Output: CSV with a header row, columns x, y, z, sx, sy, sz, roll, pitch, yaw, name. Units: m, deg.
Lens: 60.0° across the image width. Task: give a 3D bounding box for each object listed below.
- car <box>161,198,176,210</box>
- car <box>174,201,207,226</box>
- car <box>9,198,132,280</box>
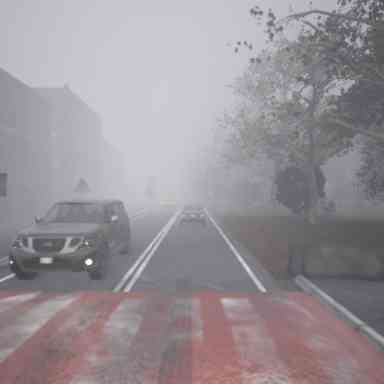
x,y,z,sx,sy,sz,roll,pitch,yaw,name
-3.206,1.648,46.815,1.882,1.535,5.008,0,-1,1,car
0.081,1.574,23.629,2.033,1.411,5.357,0,0,1,car
-3.325,1.236,10.373,2.150,2.045,5.566,0,-1,0,car
